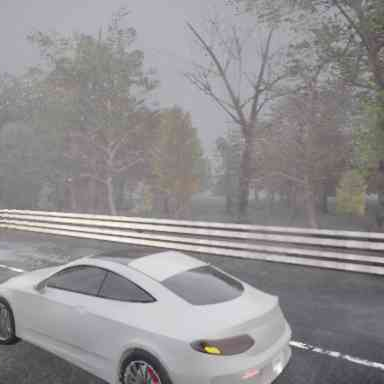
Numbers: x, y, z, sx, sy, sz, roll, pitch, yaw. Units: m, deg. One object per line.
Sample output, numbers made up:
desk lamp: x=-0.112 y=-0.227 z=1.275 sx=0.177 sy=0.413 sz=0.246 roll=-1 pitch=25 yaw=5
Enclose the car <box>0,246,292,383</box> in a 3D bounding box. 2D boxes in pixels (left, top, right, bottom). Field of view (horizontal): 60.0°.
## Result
car: x=-1.000 y=1.527 z=4.701 sx=4.674 sy=1.442 sz=1.812 roll=0 pitch=0 yaw=36
